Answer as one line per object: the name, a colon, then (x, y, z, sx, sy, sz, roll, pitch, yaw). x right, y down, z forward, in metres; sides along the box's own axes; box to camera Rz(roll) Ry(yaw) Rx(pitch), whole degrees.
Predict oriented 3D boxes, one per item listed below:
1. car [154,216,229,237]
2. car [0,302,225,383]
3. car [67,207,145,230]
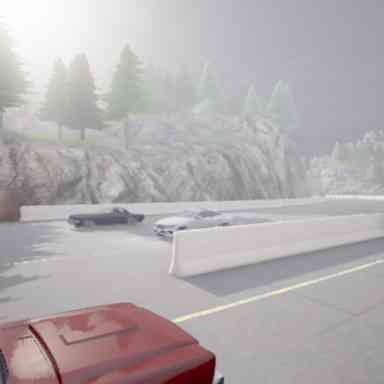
car: (0.234, 1.574, 17.386, 4.674, 1.442, 1.812, 0, 0, -39)
car: (-2.036, 1.608, 2.373, 4.718, 1.301, 1.895, 0, 0, -36)
car: (-5.570, 1.663, 21.749, 4.718, 1.301, 1.895, 0, 0, -38)
